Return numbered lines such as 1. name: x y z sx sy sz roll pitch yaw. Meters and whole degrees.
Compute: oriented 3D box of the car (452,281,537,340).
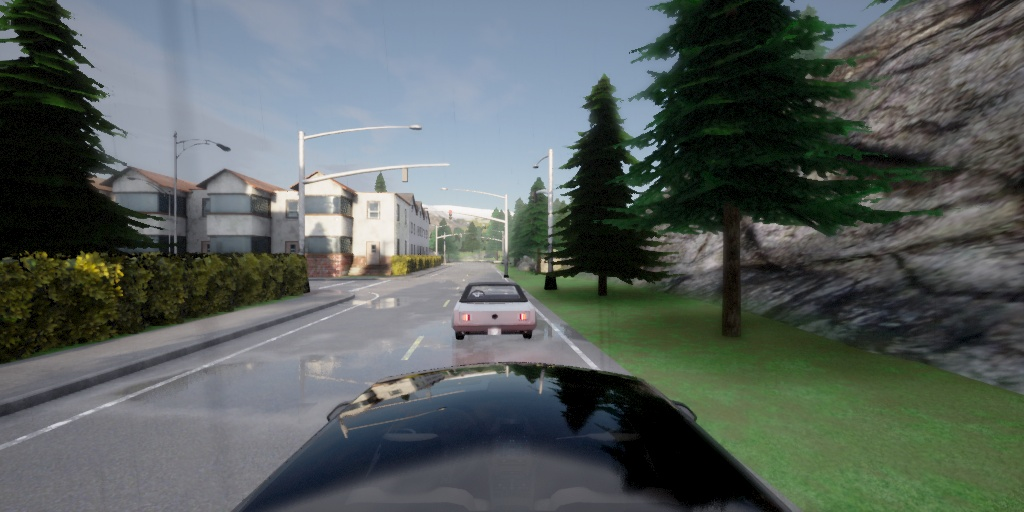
1. car: -0.533 1.351 9.979 1.895 1.301 4.718 0 0 -4
